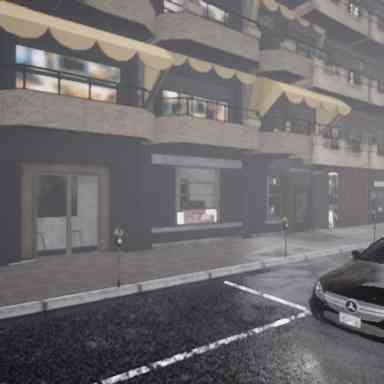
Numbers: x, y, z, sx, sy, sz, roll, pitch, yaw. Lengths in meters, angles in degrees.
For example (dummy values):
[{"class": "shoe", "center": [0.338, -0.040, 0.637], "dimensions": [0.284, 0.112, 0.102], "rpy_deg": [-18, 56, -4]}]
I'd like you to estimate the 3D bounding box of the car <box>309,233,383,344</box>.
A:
[{"class": "car", "center": [4.085, 1.495, 5.926], "dimensions": [4.674, 1.442, 1.812], "rpy_deg": [0, 0, -35]}]
